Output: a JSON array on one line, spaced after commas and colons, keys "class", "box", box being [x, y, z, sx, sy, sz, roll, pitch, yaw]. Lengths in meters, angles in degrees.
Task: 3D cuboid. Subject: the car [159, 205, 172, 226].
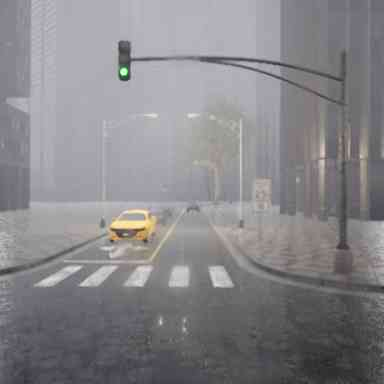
[{"class": "car", "box": [-3.000, 1.944, 27.048, 1.994, 1.385, 4.181, 0, -1, 1]}]

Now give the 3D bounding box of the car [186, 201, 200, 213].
[{"class": "car", "box": [0.157, 2.145, 47.157, 1.837, 1.490, 4.892, 0, -1, 0]}]

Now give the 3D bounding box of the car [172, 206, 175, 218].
[{"class": "car", "box": [-2.965, 2.112, 37.147, 1.895, 1.301, 4.718, 0, -1, 0]}]

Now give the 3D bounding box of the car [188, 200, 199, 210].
[{"class": "car", "box": [0.194, 2.249, 57.581, 1.837, 1.490, 4.892, 0, -1, 0]}]

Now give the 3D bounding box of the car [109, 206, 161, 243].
[{"class": "car", "box": [-3.038, 1.732, 17.890, 1.882, 1.535, 5.008, 0, -1, 0]}]
